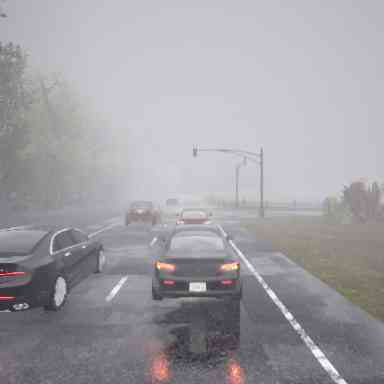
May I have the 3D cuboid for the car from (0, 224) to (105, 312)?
[{"bbox_3d":[-3.399,1.504,7.669,1.837,1.490,4.892,0,0,0],"label":"car"}]

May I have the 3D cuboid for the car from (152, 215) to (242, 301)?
[{"bbox_3d":[0.102,1.526,8.221,1.812,1.442,4.674,0,0,0],"label":"car"}]

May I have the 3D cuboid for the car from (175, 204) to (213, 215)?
[{"bbox_3d":[0.106,1.526,17.096,1.812,1.442,4.674,0,0,0],"label":"car"}]

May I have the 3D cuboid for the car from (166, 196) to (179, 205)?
[{"bbox_3d":[-3.394,1.468,58.021,1.882,1.535,5.008,0,0,0],"label":"car"}]

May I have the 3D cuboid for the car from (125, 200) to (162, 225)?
[{"bbox_3d":[-3.396,1.351,23.944,2.097,1.767,4.553,0,0,0],"label":"car"}]
